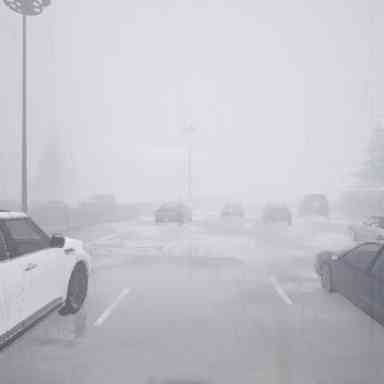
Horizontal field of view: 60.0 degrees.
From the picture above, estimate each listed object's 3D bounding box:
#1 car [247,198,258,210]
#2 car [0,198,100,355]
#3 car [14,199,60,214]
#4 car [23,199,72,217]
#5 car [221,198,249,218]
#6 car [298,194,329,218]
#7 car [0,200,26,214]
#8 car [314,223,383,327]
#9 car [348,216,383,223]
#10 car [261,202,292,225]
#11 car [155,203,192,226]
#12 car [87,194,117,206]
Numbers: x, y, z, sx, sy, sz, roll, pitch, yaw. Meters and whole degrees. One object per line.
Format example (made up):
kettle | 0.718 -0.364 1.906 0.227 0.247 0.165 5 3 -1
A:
car | 7.397 1.525 42.871 1.812 1.442 4.674 0 0 18
car | -3.221 1.223 4.434 2.150 2.045 5.566 0 0 2
car | -16.621 1.504 35.893 1.837 1.490 4.892 0 0 14
car | -13.855 1.505 32.334 1.837 1.490 4.892 0 0 13
car | 3.813 1.564 30.256 1.994 1.385 4.181 0 0 13
car | 10.890 1.220 29.955 2.150 2.045 5.566 0 0 13
car | -20.225 1.564 35.810 1.994 1.385 4.181 0 0 14
car | 3.804 1.548 5.735 2.033 1.411 5.357 0 0 3
car | 7.960 1.601 13.379 1.895 1.301 4.718 0 0 6
car | 6.068 1.493 24.036 2.128 1.511 4.902 0 0 10
car | -1.192 1.492 23.210 2.128 1.511 4.902 0 0 10
car | -9.766 1.221 34.595 2.150 2.045 5.566 0 0 14
